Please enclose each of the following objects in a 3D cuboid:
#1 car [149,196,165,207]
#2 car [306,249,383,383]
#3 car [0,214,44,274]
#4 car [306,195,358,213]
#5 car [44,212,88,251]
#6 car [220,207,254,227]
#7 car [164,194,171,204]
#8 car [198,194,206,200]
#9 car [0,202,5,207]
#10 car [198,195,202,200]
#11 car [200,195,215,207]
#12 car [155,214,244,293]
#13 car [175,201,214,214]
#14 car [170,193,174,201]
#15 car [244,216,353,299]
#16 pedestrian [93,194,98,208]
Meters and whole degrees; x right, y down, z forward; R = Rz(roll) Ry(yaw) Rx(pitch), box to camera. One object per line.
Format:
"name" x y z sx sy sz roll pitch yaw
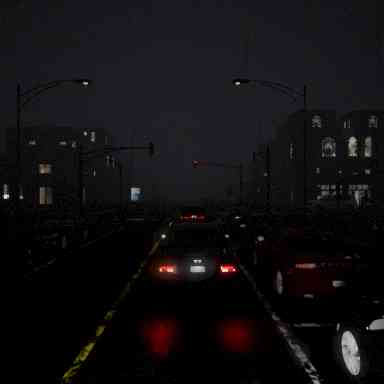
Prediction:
"car" -5.708 1.588 52.103 1.802 1.307 4.206 0 0 0
"car" 2.694 1.551 2.628 2.008 1.369 4.403 0 0 0
"car" -5.688 1.441 8.333 1.967 1.590 4.097 0 0 0
"car" 15.596 1.315 37.278 5.566 2.045 2.150 0 0 1
"car" -5.692 1.552 14.025 2.008 1.369 4.403 0 0 0
"car" 2.687 1.553 19.704 2.008 1.369 4.403 0 0 0
"car" -5.713 1.559 63.147 2.008 1.369 4.403 0 0 0
"car" 2.656 1.458 90.747 1.967 1.590 4.097 0 0 0
"car" -25.468 1.447 40.483 4.829 1.417 1.752 0 -1 1
"car" 2.667 1.590 63.136 1.802 1.307 4.206 0 0 0
"car" 2.672 1.572 52.094 1.947 1.339 4.313 0 0 0
"car" 0.097 1.548 8.978 2.033 1.411 5.357 0 0 0
"car" 0.092 1.507 19.499 1.837 1.490 4.892 0 0 0
"car" -5.717 1.451 74.191 1.967 1.590 4.097 0 0 0
"car" 2.691 1.546 8.320 1.887 1.381 4.507 0 0 0
"pedestrian" -12.570 1.135 43.234 0.375 1.860 0.375 0 -1 1
